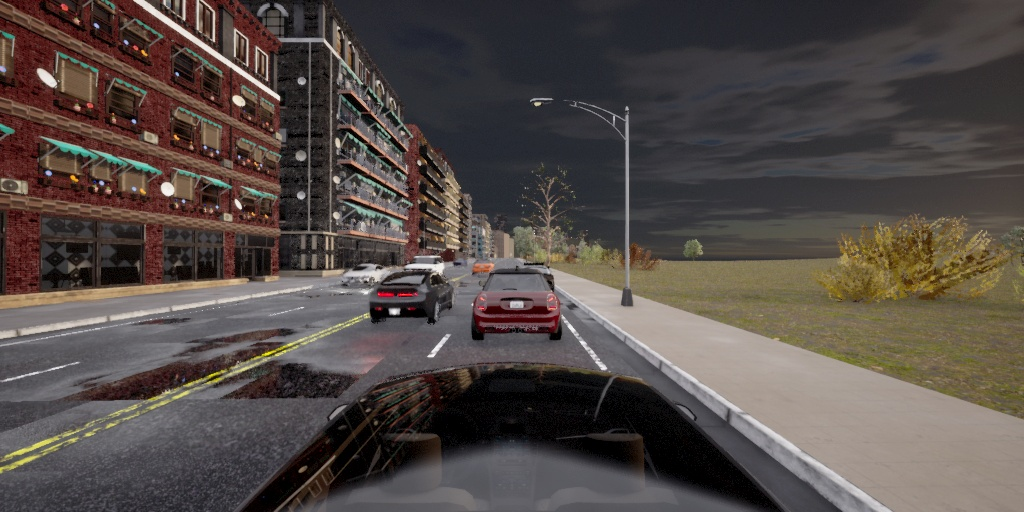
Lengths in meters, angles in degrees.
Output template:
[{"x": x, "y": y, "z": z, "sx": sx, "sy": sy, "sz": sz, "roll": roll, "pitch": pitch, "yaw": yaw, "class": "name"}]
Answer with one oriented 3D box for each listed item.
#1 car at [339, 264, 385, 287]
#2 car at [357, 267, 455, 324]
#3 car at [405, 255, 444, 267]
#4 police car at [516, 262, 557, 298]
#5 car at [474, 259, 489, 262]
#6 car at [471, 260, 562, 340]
[{"x": -9.799, "y": 1.278, "z": 24.360, "sx": 1.812, "sy": 1.442, "sz": 4.674, "roll": 0, "pitch": 0, "yaw": 0, "class": "car"}, {"x": -3.129, "y": 1.254, "z": 11.985, "sx": 1.837, "sy": 1.490, "sz": 4.892, "roll": 0, "pitch": -1, "yaw": 0, "class": "car"}, {"x": -6.542, "y": 0.973, "z": 27.180, "sx": 2.150, "sy": 2.045, "sz": 5.566, "roll": 0, "pitch": 0, "yaw": 0, "class": "car"}, {"x": 1.177, "y": 1.177, "z": 19.592, "sx": 1.930, "sy": 1.638, "sz": 5.238, "roll": 0, "pitch": 0, "yaw": 0, "class": "police car"}, {"x": -3.064, "y": 1.103, "z": 39.064, "sx": 2.097, "sy": 1.767, "sz": 4.553, "roll": 0, "pitch": 0, "yaw": 0, "class": "car"}, {"x": 0.114, "y": 1.103, "z": 10.096, "sx": 2.097, "sy": 1.767, "sz": 4.553, "roll": 0, "pitch": 0, "yaw": 0, "class": "car"}]
